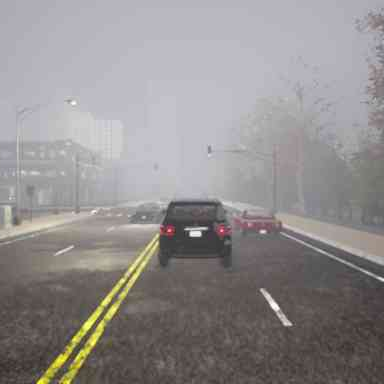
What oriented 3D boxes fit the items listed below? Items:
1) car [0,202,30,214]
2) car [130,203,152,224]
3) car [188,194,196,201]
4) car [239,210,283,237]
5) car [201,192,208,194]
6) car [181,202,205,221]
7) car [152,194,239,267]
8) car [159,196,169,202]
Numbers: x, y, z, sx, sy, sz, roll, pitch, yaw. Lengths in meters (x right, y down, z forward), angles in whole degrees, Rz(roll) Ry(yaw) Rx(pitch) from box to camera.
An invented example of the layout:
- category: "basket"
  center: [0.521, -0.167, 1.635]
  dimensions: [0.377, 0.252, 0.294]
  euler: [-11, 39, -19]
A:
- category: "car"
  center: [-19.968, 1.786, 36.438]
  dimensions: [4.313, 1.339, 1.947]
  euler: [-1, 1, 0]
- category: "car"
  center: [-3.293, 1.542, 24.697]
  dimensions: [1.994, 1.385, 4.181]
  euler: [0, 0, 1]
- category: "car"
  center: [-0.035, 1.426, 86.880]
  dimensions: [2.128, 1.511, 4.902]
  euler: [0, 0, 0]
- category: "car"
  center: [3.345, 1.584, 17.858]
  dimensions: [1.895, 1.301, 4.718]
  euler: [0, 0, 0]
- category: "car"
  center: [3.215, 1.126, 86.911]
  dimensions: [2.150, 2.045, 5.566]
  euler: [0, 0, 0]
- category: "car"
  center: [0.029, 1.576, 27.903]
  dimensions: [1.895, 1.301, 4.718]
  euler: [0, 0, -1]
- category: "car"
  center: [0.097, 1.210, 11.548]
  dimensions: [2.150, 2.045, 5.566]
  euler: [0, 0, 0]
- category: "car"
  center: [-6.530, 1.516, 77.553]
  dimensions: [1.895, 1.301, 4.718]
  euler: [0, 0, 0]
